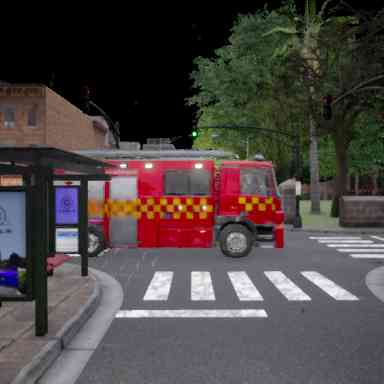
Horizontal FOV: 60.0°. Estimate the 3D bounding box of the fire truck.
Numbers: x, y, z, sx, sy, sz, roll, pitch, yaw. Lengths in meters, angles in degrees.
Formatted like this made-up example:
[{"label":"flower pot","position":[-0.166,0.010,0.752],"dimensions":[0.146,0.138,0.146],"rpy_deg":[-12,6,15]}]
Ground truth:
[{"label":"fire truck","position":[-1.074,0.346,12.548],"dimensions":[8.468,3.827,2.891],"rpy_deg":[0,1,0]}]
